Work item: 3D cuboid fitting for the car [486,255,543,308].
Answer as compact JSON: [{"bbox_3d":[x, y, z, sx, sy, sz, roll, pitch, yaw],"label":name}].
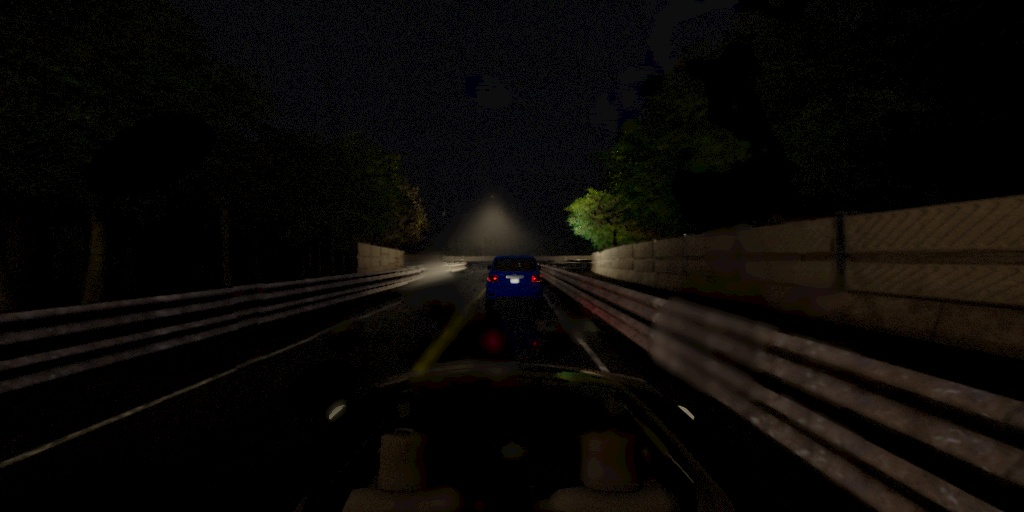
[{"bbox_3d":[0.104,0.979,15.353,2.150,2.045,5.566,0,0,0],"label":"car"}]
